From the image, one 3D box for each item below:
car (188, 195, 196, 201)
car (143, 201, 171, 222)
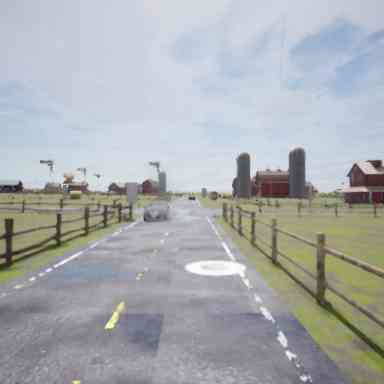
[{"bbox_3d":[0.040,1.545,87.055,1.882,1.535,5.008,0,0,0],"label":"car"},{"bbox_3d":[-2.770,1.512,26.927,2.128,1.511,4.902,0,0,0],"label":"car"}]
